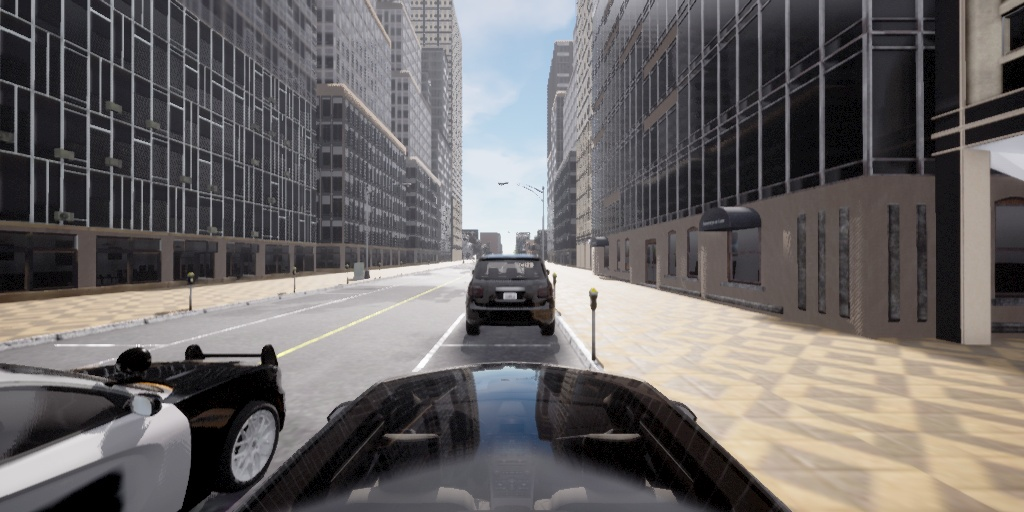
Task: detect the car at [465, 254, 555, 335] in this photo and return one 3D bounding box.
[{"bbox_3d":[-0.039,0.968,10.529,2.150,2.045,5.566,0,0,0],"label":"car"}]

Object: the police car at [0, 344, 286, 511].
[{"bbox_3d":[-3.145,1.169,1.609,1.930,1.638,5.238,0,0,0],"label":"police car"}]
